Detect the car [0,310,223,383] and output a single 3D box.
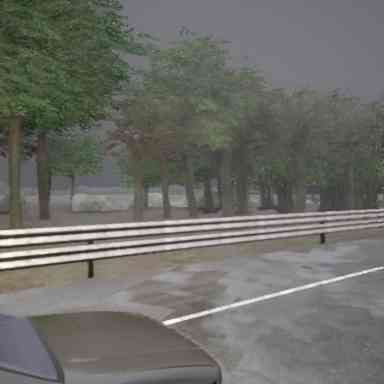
[{"bbox_3d":[-2.262,1.544,2.120,5.357,1.411,2.033,0,0,-35],"label":"car"}]
